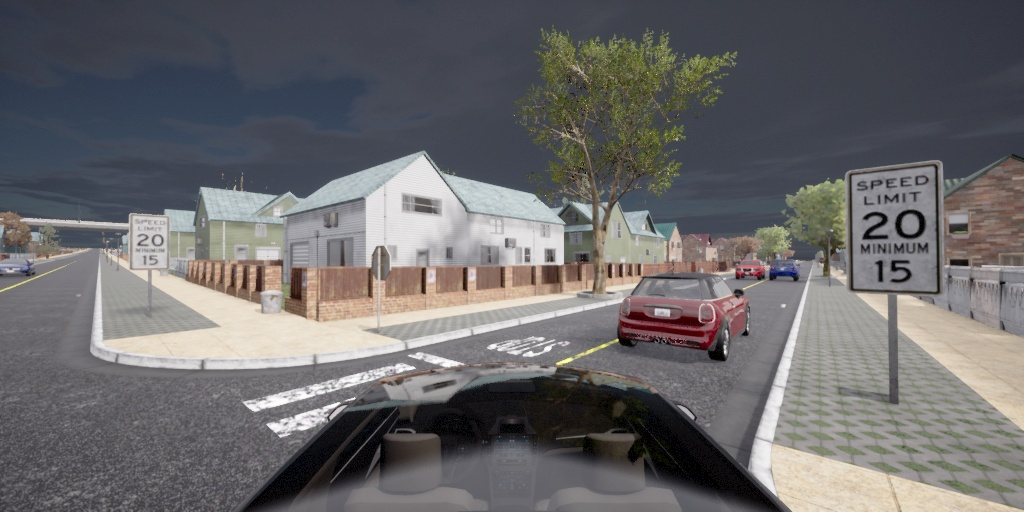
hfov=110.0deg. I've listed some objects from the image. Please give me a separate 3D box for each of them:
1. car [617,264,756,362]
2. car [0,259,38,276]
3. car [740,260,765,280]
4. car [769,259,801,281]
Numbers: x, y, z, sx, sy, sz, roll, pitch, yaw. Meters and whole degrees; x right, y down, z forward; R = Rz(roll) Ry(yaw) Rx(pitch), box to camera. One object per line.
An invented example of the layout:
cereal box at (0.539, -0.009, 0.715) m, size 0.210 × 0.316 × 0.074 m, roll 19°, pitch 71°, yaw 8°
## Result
car at (4.383, 1.174, 8.812) m, size 2.097 × 1.767 × 4.553 m, roll -1°, pitch -1°, yaw 40°
car at (-42.114, 0.967, 30.394) m, size 4.674 × 1.442 × 1.812 m, roll 1°, pitch 0°, yaw 41°
car at (24.973, 1.393, 37.493) m, size 2.150 × 2.045 × 5.566 m, roll -1°, pitch -1°, yaw 40°
car at (26.815, 1.360, 35.298) m, size 2.150 × 2.045 × 5.566 m, roll -1°, pitch -1°, yaw 40°
